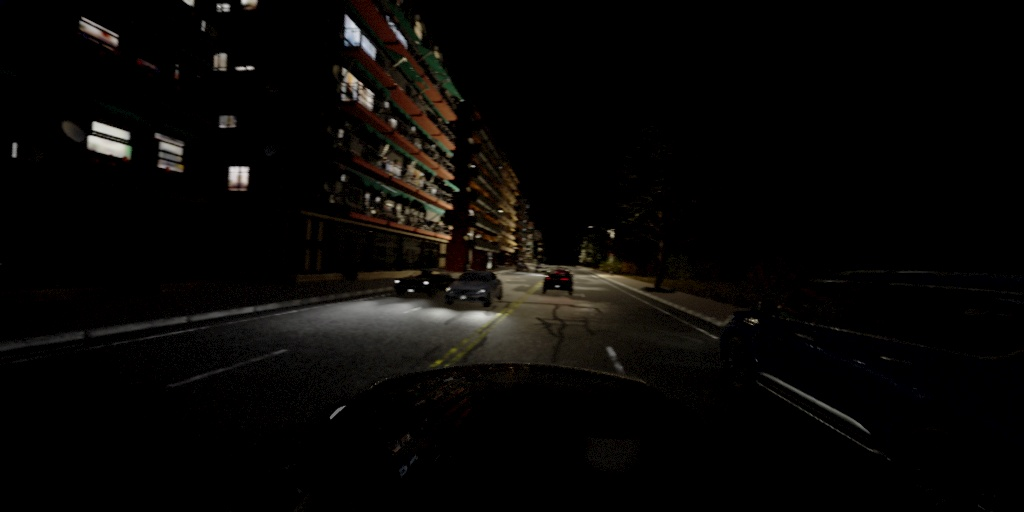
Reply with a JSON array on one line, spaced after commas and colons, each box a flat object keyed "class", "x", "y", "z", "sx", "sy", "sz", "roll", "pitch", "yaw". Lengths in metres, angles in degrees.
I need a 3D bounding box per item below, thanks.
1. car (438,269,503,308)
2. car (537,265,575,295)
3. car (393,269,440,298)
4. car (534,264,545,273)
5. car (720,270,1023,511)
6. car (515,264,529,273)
[{"class": "car", "x": -1.548, "y": 1.368, "z": 16.227, "sx": 1.812, "sy": 1.442, "sz": 4.674, "roll": 2, "pitch": -1, "yaw": 9}, {"class": "car", "x": 3.031, "y": 1.612, "z": 23.498, "sx": 2.128, "sy": 1.511, "sz": 4.902, "roll": 2, "pitch": 0, "yaw": 9}, {"class": "car", "x": -4.422, "y": 1.350, "z": 18.985, "sx": 1.895, "sy": 1.301, "sz": 4.718, "roll": 2, "pitch": -1, "yaw": 9}, {"class": "car", "x": 4.709, "y": 2.052, "z": 57.528, "sx": 2.128, "sy": 1.511, "sz": 4.902, "roll": 2, "pitch": -1, "yaw": 9}, {"class": "car", "x": 4.438, "y": 1.190, "z": 3.938, "sx": 2.150, "sy": 2.045, "sz": 5.566, "roll": 2, "pitch": -1, "yaw": 9}, {"class": "car", "x": 1.768, "y": 2.006, "z": 59.716, "sx": 2.033, "sy": 1.411, "sz": 5.357, "roll": 2, "pitch": -1, "yaw": 9}]
